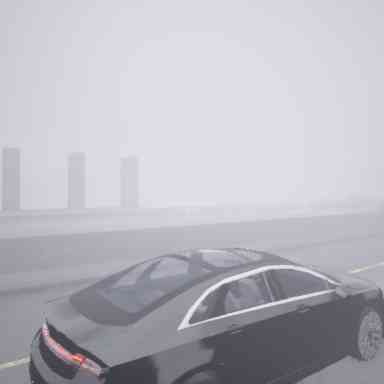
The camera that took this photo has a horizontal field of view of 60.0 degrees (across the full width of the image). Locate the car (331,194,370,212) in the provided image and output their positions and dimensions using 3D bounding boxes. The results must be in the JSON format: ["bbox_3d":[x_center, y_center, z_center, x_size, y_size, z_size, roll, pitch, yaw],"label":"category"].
[{"bbox_3d":[19.782,1.273,40.428,5.566,2.045,2.150,0,0,-36],"label":"car"}]

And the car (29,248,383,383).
[{"bbox_3d":[0.641,1.495,4.256,4.902,1.511,2.128,0,0,-36],"label":"car"}]

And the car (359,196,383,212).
[{"bbox_3d":[21.292,1.544,37.188,4.902,1.511,2.128,0,0,-36],"label":"car"}]

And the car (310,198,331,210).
[{"bbox_3d":[17.113,1.544,42.804,4.902,1.511,2.128,0,0,-36],"label":"car"}]
